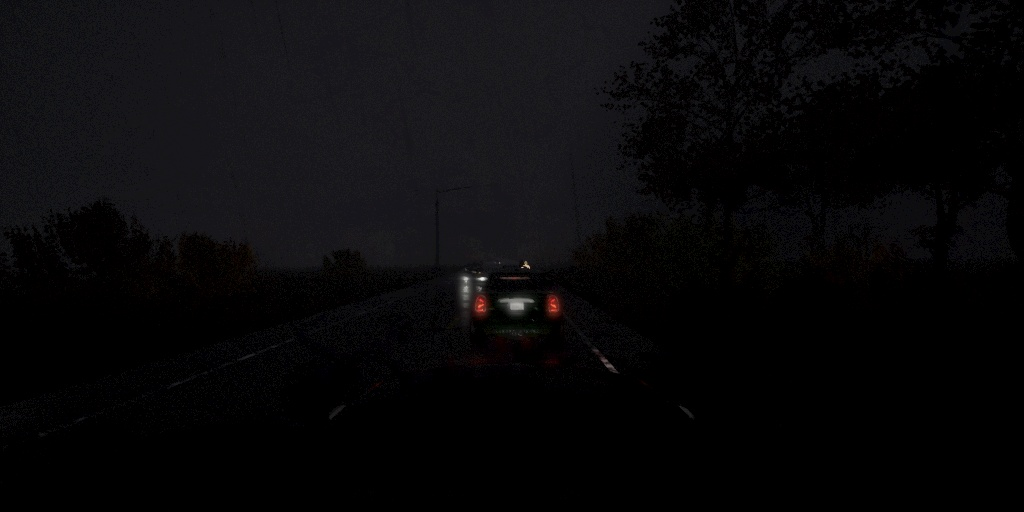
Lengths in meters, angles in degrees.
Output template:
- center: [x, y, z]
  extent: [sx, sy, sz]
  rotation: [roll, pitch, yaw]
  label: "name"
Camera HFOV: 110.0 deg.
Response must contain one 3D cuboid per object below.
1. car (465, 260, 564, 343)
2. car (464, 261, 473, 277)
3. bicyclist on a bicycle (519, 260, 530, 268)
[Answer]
- center: [0.114, 1.099, 9.787]
  extent: [2.097, 1.767, 4.553]
  rotation: [0, 0, 0]
  label: "car"
- center: [-3.614, 1.243, 35.466]
  extent: [1.837, 1.490, 4.892]
  rotation: [0, 0, 0]
  label: "car"
- center: [0.977, 1.177, 25.610]
  extent: [0.866, 1.612, 1.509]
  rotation: [0, 0, 1]
  label: "bicyclist on a bicycle"
